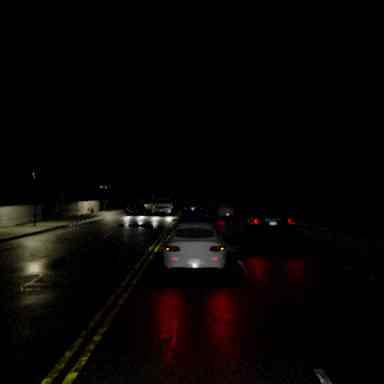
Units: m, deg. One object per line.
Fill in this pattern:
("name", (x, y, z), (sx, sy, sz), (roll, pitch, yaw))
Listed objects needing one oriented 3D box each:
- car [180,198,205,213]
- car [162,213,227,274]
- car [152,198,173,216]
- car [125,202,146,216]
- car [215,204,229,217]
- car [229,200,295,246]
("car", (0.087, 1.597, 31.545), (2.150, 2.045, 5.566), (0, -1, 0))
("car", (0.078, 1.653, 10.866), (1.812, 1.442, 4.674), (0, 0, 0))
("car", (-3.357, 1.683, 38.894), (2.150, 2.045, 5.566), (0, -1, 0))
("car", (-6.605, 1.973, 39.285), (1.837, 1.490, 4.892), (0, -1, 0))
("car", (3.337, 1.925, 33.557), (1.812, 1.442, 4.674), (0, -1, 0))
("car", (3.340, 1.415, 16.354), (2.150, 2.045, 5.566), (0, -1, 0))
